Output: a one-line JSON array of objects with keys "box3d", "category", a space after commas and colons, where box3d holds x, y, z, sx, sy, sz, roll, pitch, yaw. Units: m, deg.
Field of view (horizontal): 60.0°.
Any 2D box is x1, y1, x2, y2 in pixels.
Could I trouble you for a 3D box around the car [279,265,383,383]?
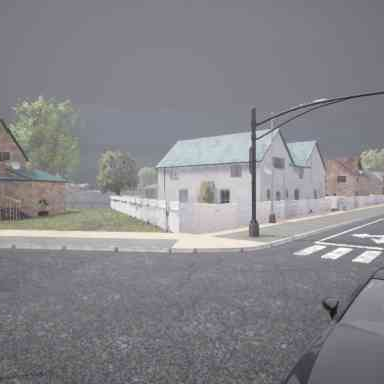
[{"box3d": [2.506, 1.524, 3.367, 1.812, 1.442, 4.674, 0, 0, 41], "category": "car"}]
